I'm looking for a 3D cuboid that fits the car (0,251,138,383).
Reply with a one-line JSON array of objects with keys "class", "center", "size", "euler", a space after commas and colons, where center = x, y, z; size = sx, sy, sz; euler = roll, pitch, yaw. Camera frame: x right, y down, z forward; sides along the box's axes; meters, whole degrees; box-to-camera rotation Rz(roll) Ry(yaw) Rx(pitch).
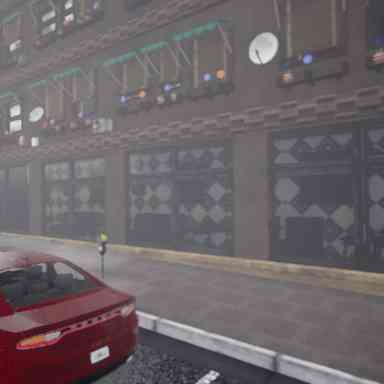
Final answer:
[{"class": "car", "center": [-2.757, 1.513, 4.702], "size": [4.507, 1.381, 1.887], "euler": [0, -1, 35]}]
